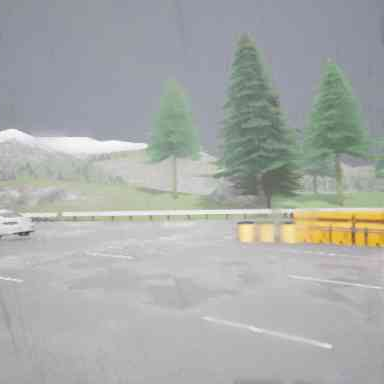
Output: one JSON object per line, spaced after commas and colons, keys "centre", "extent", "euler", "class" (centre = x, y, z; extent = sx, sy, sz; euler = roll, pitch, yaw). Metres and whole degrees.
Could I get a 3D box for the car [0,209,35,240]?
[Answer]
{"centre": [-10.182, 1.616, 16.818], "extent": [4.674, 1.442, 1.812], "euler": [-1, 0, 19], "class": "car"}
